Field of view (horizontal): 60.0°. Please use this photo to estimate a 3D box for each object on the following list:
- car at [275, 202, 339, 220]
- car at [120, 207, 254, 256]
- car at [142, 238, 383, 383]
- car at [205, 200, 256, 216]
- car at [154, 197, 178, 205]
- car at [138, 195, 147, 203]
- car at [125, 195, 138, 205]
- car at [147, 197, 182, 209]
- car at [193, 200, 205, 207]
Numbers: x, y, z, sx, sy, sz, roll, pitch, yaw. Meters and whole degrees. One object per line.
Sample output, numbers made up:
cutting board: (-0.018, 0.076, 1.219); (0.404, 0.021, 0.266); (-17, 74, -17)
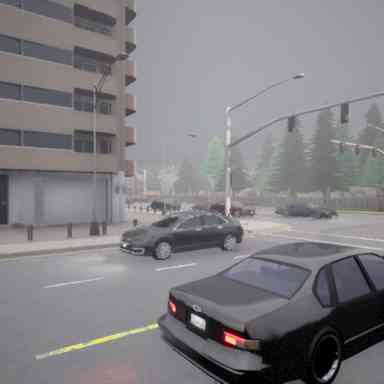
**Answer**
car: (9.799, 1.597, 28.875); (2.033, 1.411, 5.357); (0, 0, -38)
car: (-0.224, 1.503, 12.335); (4.892, 1.490, 1.837); (0, 0, -35)
car: (2.123, 1.547, 5.296); (5.357, 1.411, 2.033); (0, 0, -35)
car: (3.774, 1.529, 31.023); (1.882, 1.535, 5.008); (0, 0, -36)
car: (-4.818, 1.597, 61.255); (2.033, 1.411, 5.357); (0, 0, -36)
car: (-11.033, 1.403, 69.823); (2.097, 1.767, 4.553); (0, 0, -36)
car: (-11.877, 1.615, 58.844); (1.994, 1.385, 4.181); (0, 0, -35)
car: (-3.137, 1.530, 40.616); (1.882, 1.535, 5.008); (0, 1, -36)
car: (1.912, 1.615, 39.594); (1.994, 1.385, 4.181); (0, 0, -36)
